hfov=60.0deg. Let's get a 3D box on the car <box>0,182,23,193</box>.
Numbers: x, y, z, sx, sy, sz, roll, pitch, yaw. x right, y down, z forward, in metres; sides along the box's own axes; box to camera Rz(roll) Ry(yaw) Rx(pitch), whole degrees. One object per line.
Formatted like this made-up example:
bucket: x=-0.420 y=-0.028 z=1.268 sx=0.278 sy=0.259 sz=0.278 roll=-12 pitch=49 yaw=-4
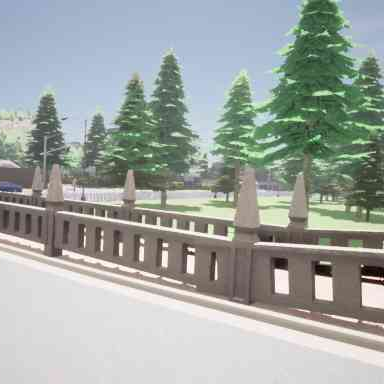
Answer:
car: x=-21.384 y=-0.402 z=36.980 sx=1.812 sy=1.442 sz=4.674 roll=4 pitch=3 yaw=37
